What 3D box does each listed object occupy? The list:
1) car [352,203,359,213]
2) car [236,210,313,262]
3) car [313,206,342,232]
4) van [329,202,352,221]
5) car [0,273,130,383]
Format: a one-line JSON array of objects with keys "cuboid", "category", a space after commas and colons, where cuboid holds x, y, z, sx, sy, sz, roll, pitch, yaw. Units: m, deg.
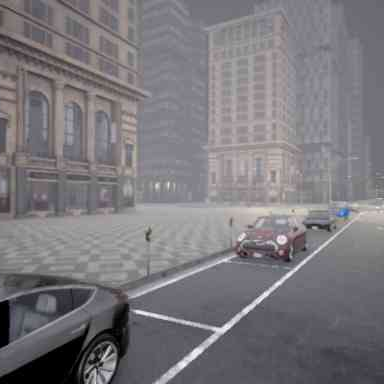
[{"cuboid": [22.690, 2.250, 47.215, 2.008, 1.369, 4.403, 0, -1, 30], "category": "car"}, {"cuboid": [3.194, 1.623, 12.882, 1.967, 1.590, 4.097, 0, -1, 30], "category": "car"}, {"cuboid": [8.765, 1.900, 22.690, 1.947, 1.339, 4.313, 0, -1, 30], "category": "car"}, {"cuboid": [14.335, 1.823, 32.503, 1.690, 1.788, 3.998, 0, -1, 30], "category": "van"}, {"cuboid": [-2.376, 1.596, 3.070, 1.947, 1.339, 4.313, 0, -1, 30], "category": "car"}]
